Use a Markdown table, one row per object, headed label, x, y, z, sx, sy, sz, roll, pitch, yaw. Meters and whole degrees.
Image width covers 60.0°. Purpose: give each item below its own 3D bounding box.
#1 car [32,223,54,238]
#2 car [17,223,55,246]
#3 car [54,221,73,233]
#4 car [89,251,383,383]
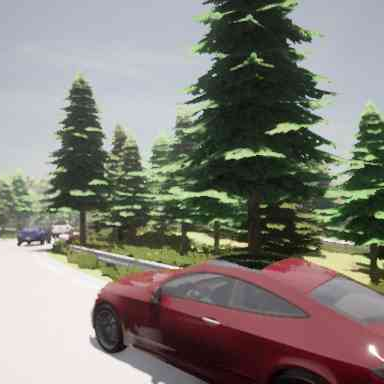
| label | x | y | z | sx | sy | sz | roll | pitch | yaw |
| --- | --- | --- | --- | --- | --- | --- | --- | --- | --- |
| car | -21.679 | 5.571 | 48.719 | 2.150 | 2.045 | 5.566 | -1 | -6 | -16 |
| car | -12.461 | 3.438 | 26.422 | 1.812 | 1.442 | 4.674 | -1 | -5 | -14 |
| car | -16.646 | 4.822 | 42.856 | 2.150 | 2.045 | 5.566 | -1 | -7 | -15 |
| car | 0.556 | 1.534 | 4.331 | 4.674 | 1.442 | 1.812 | -1 | 0 | 41 |
